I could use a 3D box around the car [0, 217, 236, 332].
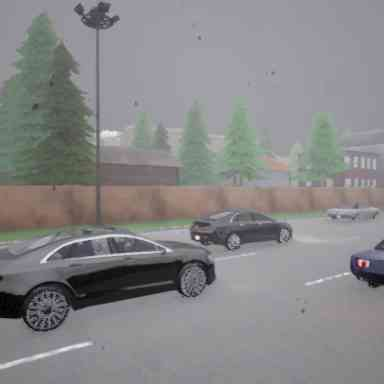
[{"bbox_3d":[-1.691,1.481,6.844,4.902,1.511,2.128,0,0,-35],"label":"car"}]

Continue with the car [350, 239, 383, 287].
[{"bbox_3d":[5.868,1.561,7.931,4.718,1.301,1.895,0,0,-35],"label":"car"}]

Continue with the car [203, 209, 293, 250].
[{"bbox_3d":[2.186,1.462,13.929,4.892,1.490,1.837,0,0,-35],"label":"car"}]

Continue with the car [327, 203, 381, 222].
[{"bbox_3d":[12.500,1.493,25.555,4.718,1.301,1.895,0,0,-36],"label":"car"}]
